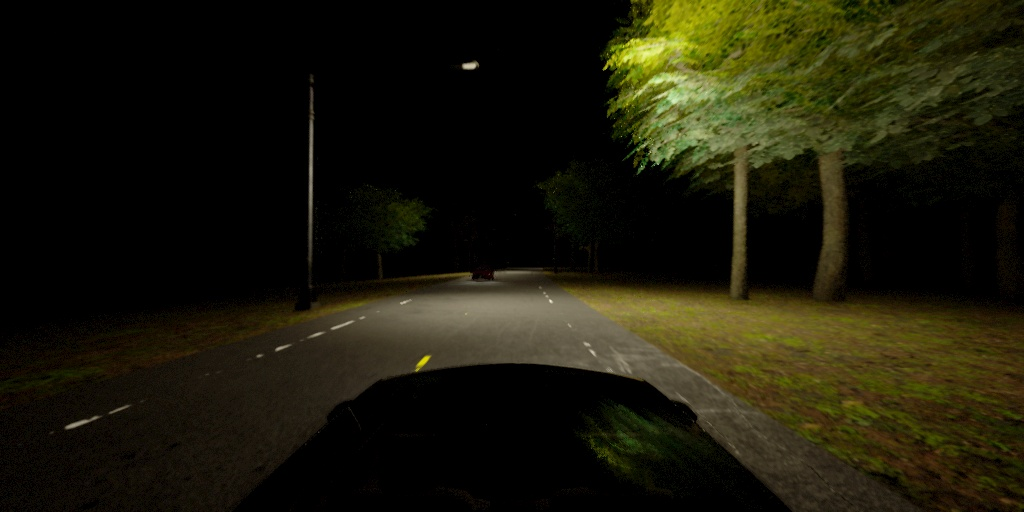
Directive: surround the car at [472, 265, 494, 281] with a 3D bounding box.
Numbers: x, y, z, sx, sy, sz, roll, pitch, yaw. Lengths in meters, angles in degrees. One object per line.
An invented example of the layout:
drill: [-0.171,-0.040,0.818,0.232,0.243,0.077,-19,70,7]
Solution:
car: [-2.901,1.708,36.514,1.882,1.535,5.008,0,-1,2]
